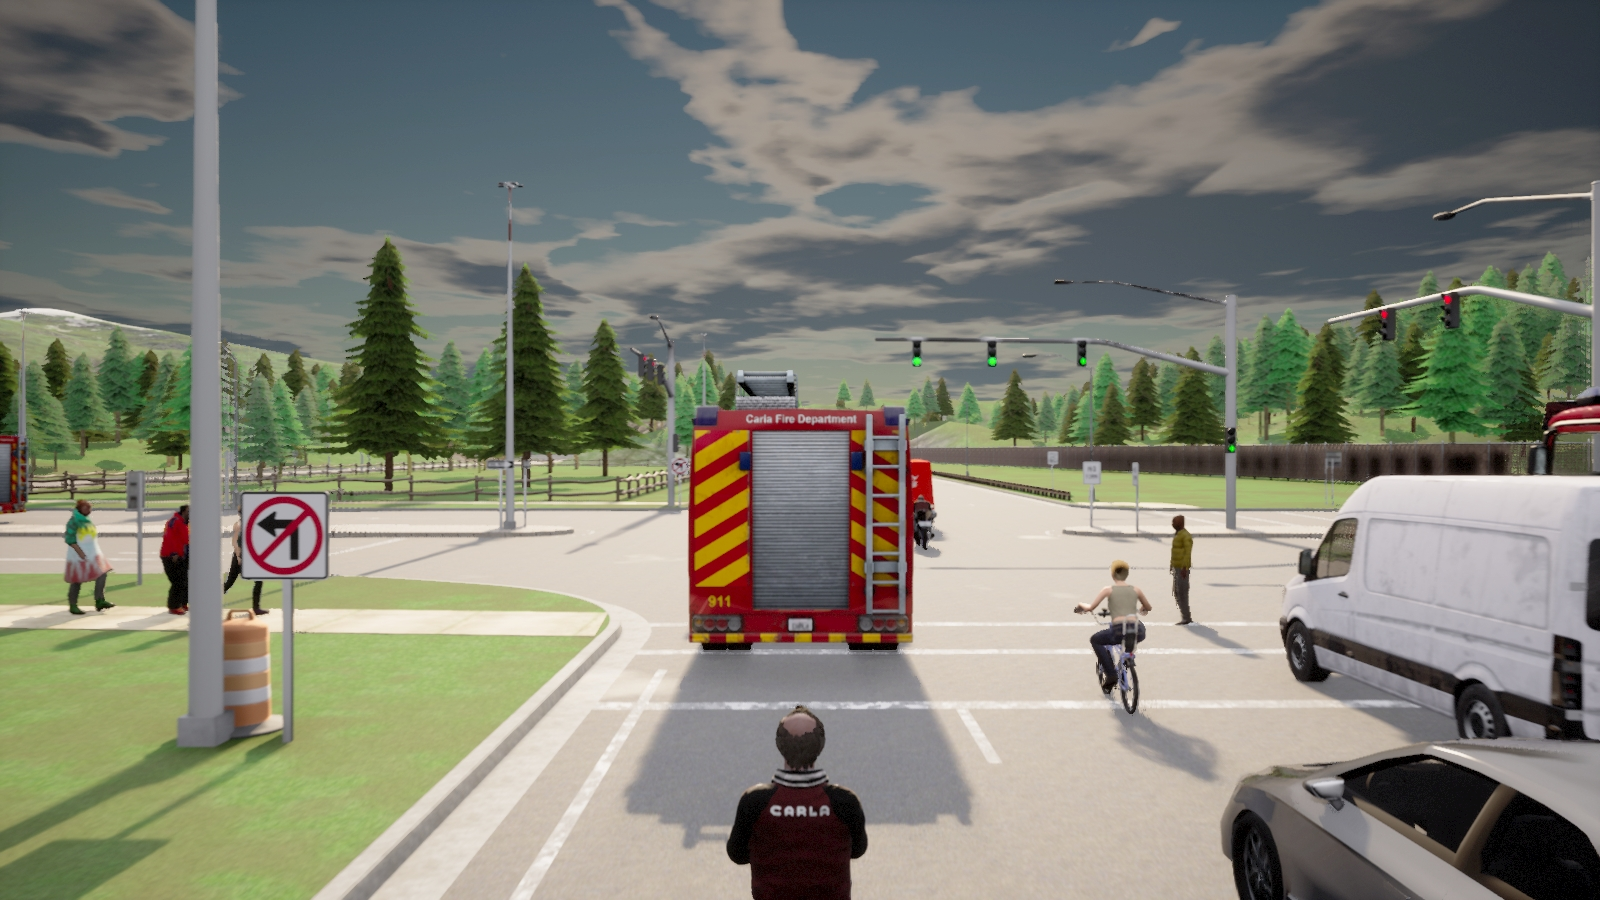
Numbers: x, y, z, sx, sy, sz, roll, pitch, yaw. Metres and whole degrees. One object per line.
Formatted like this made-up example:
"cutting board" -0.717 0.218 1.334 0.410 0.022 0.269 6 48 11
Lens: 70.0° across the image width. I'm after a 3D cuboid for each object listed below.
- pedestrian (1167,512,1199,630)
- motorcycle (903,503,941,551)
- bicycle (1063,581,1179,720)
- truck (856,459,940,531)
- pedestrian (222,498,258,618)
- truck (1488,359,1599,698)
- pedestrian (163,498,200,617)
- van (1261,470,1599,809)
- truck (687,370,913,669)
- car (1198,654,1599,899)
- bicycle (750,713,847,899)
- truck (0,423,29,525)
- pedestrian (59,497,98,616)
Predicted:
"pedestrian" 6.165 1.941 18.399 0.375 1.860 0.375 0 0 0
"motorcycle" 3.502 2.205 33.002 0.867 1.251 2.209 0 0 0
"bicycle" 3.488 2.158 12.554 0.859 1.277 1.487 0 0 0
"truck" 3.503 1.568 42.019 2.627 2.467 5.204 0 0 0
"pedestrian" -8.853 1.696 18.066 0.375 1.860 0.375 0 0 3
"truck" 10.496 0.891 10.804 2.891 3.827 8.468 0 0 0
"pedestrian" -9.829 1.696 18.160 0.375 1.860 0.375 0 0 4
"van" 6.997 1.534 11.905 1.988 2.561 5.915 0 0 0
"truck" -0.003 0.891 18.873 2.891 3.827 8.468 0 0 0
"car" 3.502 2.066 5.355 1.816 1.474 4.193 0 0 0
"bicycle" -0.005 2.060 4.828 0.329 1.471 1.835 0 0 0
"truck" -34.172 0.890 42.928 8.468 3.827 2.891 0 0 1
"pedestrian" -11.556 1.697 18.297 0.375 1.860 0.375 0 0 7
